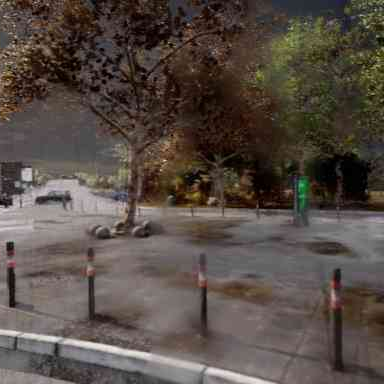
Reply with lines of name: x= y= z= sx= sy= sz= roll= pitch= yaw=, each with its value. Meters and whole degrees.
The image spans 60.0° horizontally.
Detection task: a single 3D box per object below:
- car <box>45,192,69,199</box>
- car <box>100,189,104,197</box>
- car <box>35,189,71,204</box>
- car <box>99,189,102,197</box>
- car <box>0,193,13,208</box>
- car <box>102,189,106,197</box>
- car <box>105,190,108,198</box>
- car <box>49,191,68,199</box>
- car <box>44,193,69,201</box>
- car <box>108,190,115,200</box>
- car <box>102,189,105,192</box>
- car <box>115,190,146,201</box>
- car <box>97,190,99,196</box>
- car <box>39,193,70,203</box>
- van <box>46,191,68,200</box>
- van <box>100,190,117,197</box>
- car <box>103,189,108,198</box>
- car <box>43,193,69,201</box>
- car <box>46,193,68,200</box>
car: x=-32.978 y=0.908 z=81.483 sx=5.366 sy=1.575 sz=1.946 roll=-1 pitch=1 yaw=-20
car: x=-19.120 y=0.713 z=80.823 sx=5.008 sy=1.535 sz=2.097 roll=-1 pitch=1 yaw=-20
car: x=-22.970 y=0.882 z=55.055 sx=5.566 sy=2.045 sz=2.435 roll=-1 pitch=1 yaw=-20
car: x=-20.115 y=0.689 z=83.466 sx=5.008 sy=1.535 sz=2.097 roll=-1 pitch=1 yaw=-20
car: x=-26.613 y=1.125 z=46.565 sx=2.150 sy=2.045 sz=5.566 roll=-1 pitch=1 yaw=-20
car: x=-17.114 y=0.761 z=75.412 sx=5.008 sy=1.535 sz=2.097 roll=-1 pitch=1 yaw=-20
car: x=-15.141 y=0.809 z=70.120 sx=4.892 sy=1.521 sz=2.231 roll=-1 pitch=1 yaw=-20
car: x=-33.763 y=0.758 z=84.205 sx=4.553 sy=1.767 sz=2.185 roll=-1 pitch=1 yaw=-20
car: x=-28.886 y=1.032 z=70.947 sx=4.792 sy=1.488 sz=2.163 roll=-1 pitch=1 yaw=-20
car: x=-12.250 y=0.621 z=62.288 sx=5.566 sy=2.045 sz=2.435 roll=-1 pitch=1 yaw=-20
car: x=-18.067 y=0.766 z=78.070 sx=4.792 sy=1.488 sz=2.163 roll=-1 pitch=1 yaw=-20
car: x=-10.263 y=0.779 z=56.861 sx=4.553 sy=1.767 sz=2.185 roll=-1 pitch=2 yaw=-20
car: x=-22.076 y=0.642 z=88.761 sx=5.008 sy=1.535 sz=2.097 roll=-1 pitch=1 yaw=-20
car: x=-24.918 y=1.093 z=60.364 sx=5.008 sy=1.535 sz=2.097 roll=-1 pitch=1 yaw=-20
van: x=-29.739 y=0.750 z=73.642 sx=4.442 sy=1.987 sz=1.878 roll=-1 pitch=1 yaw=-20
van: x=-22.918 y=0.392 z=91.323 sx=4.442 sy=1.987 sz=1.878 roll=-1 pitch=1 yaw=-20
car: x=-16.128 y=0.784 z=72.766 sx=5.008 sy=1.535 sz=2.097 roll=-1 pitch=1 yaw=-20
car: x=-27.869 y=1.065 z=68.310 sx=4.674 sy=1.452 sz=2.002 roll=-1 pitch=1 yaw=-20
car: x=-30.833 y=0.995 z=76.252 sx=4.674 sy=1.452 sz=2.002 roll=-1 pitch=1 yaw=-20
